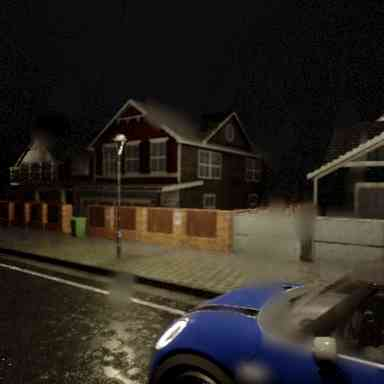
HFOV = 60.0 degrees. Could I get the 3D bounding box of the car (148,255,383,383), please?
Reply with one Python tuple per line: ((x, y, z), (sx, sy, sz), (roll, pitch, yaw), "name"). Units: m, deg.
((1.790, 1.352, 2.714), (4.553, 1.767, 2.097), (0, 0, 35), "car")
